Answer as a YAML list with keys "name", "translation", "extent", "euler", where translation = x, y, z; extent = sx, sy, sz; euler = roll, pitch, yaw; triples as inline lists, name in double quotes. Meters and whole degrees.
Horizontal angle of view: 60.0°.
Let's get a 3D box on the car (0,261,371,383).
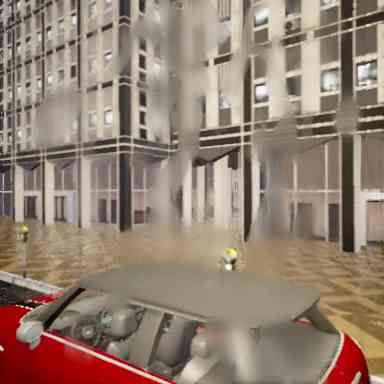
- name: "car"
  translation: [-0.545, 1.444, 3.274]
  extent: [4.097, 1.590, 1.967]
  euler: [0, 0, 36]
